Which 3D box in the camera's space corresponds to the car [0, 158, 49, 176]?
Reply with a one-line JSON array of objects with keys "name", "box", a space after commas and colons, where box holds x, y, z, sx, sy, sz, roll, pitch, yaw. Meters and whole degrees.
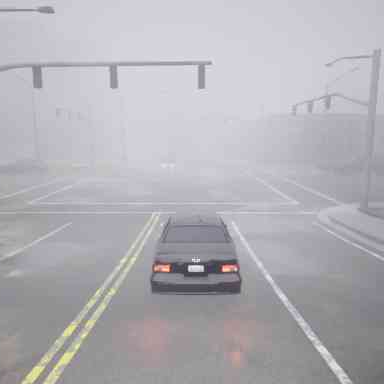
[{"name": "car", "box": [-17.184, -2.645, 33.999, 4.553, 1.767, 2.097, 0, 9, 0]}]

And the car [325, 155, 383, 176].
[{"name": "car", "box": [17.068, -2.756, 33.821, 5.566, 2.045, 2.150, 0, 9, 1]}]

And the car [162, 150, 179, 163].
[{"name": "car", "box": [-3.529, -5.300, 51.521, 2.033, 1.411, 5.357, 0, 9, 0]}]

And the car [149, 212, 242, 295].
[{"name": "car", "box": [0.085, 1.218, 8.395, 2.033, 1.411, 5.357, 0, 4, 0]}]

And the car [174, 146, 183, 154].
[{"name": "car", "box": [-3.407, -8.507, 71.194, 2.033, 1.411, 5.357, 0, 9, 0]}]

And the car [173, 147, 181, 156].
[{"name": "car", "box": [-3.488, -6.884, 60.999, 1.837, 1.490, 4.892, 0, 9, 0]}]

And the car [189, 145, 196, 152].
[{"name": "car", "box": [0.119, -12.031, 91.711, 2.097, 1.767, 4.553, 0, 9, 0]}]

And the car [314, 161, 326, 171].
[{"name": "car", "box": [16.323, -3.052, 37.326, 4.902, 1.511, 2.128, 0, 9, 0]}]

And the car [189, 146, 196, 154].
[{"name": "car", "box": [0.106, -10.125, 81.488, 1.895, 1.301, 4.718, 0, 9, 0]}]
